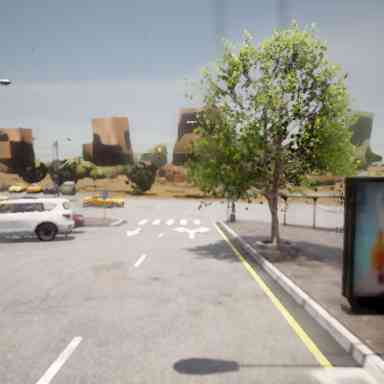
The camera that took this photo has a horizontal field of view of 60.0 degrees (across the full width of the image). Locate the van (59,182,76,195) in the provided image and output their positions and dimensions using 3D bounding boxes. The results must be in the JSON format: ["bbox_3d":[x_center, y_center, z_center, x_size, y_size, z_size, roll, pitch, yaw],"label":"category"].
[{"bbox_3d":[-20.342,-0.603,54.926,1.878,1.987,4.442,1,4,-14],"label":"van"}]

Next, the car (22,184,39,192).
[{"bbox_3d":[-26.305,-0.636,55.868,1.946,1.575,5.366,1,4,-13],"label":"car"}]

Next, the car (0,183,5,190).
[{"bbox_3d":[-32.141,-0.816,56.392,2.002,1.452,4.674,1,4,-13],"label":"car"}]

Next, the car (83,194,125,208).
[{"bbox_3d":[-10.718,1.068,40.595,5.008,1.535,1.882,1,5,5],"label":"car"}]

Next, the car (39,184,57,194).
[{"bbox_3d":[-23.312,-0.624,55.320,2.185,1.767,4.553,1,4,-13],"label":"car"}]

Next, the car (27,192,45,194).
[{"bbox_3d":[-17.827,1.304,36.282,2.163,1.488,4.792,0,6,-15],"label":"car"}]

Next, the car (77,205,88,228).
[{"bbox_3d":[-8.726,1.714,19.506,4.674,1.452,2.002,-1,0,-19],"label":"car"}]

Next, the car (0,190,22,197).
[{"bbox_3d":[-20.815,1.120,36.925,1.946,1.575,5.366,0,6,-14],"label":"car"}]

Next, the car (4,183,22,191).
[{"bbox_3d":[-29.155,-0.725,55.854,1.946,1.575,5.366,1,4,-13],"label":"car"}]

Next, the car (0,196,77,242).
[{"bbox_3d":[-8.780,1.394,16.476,5.566,2.045,2.435,-1,0,-19],"label":"car"}]
